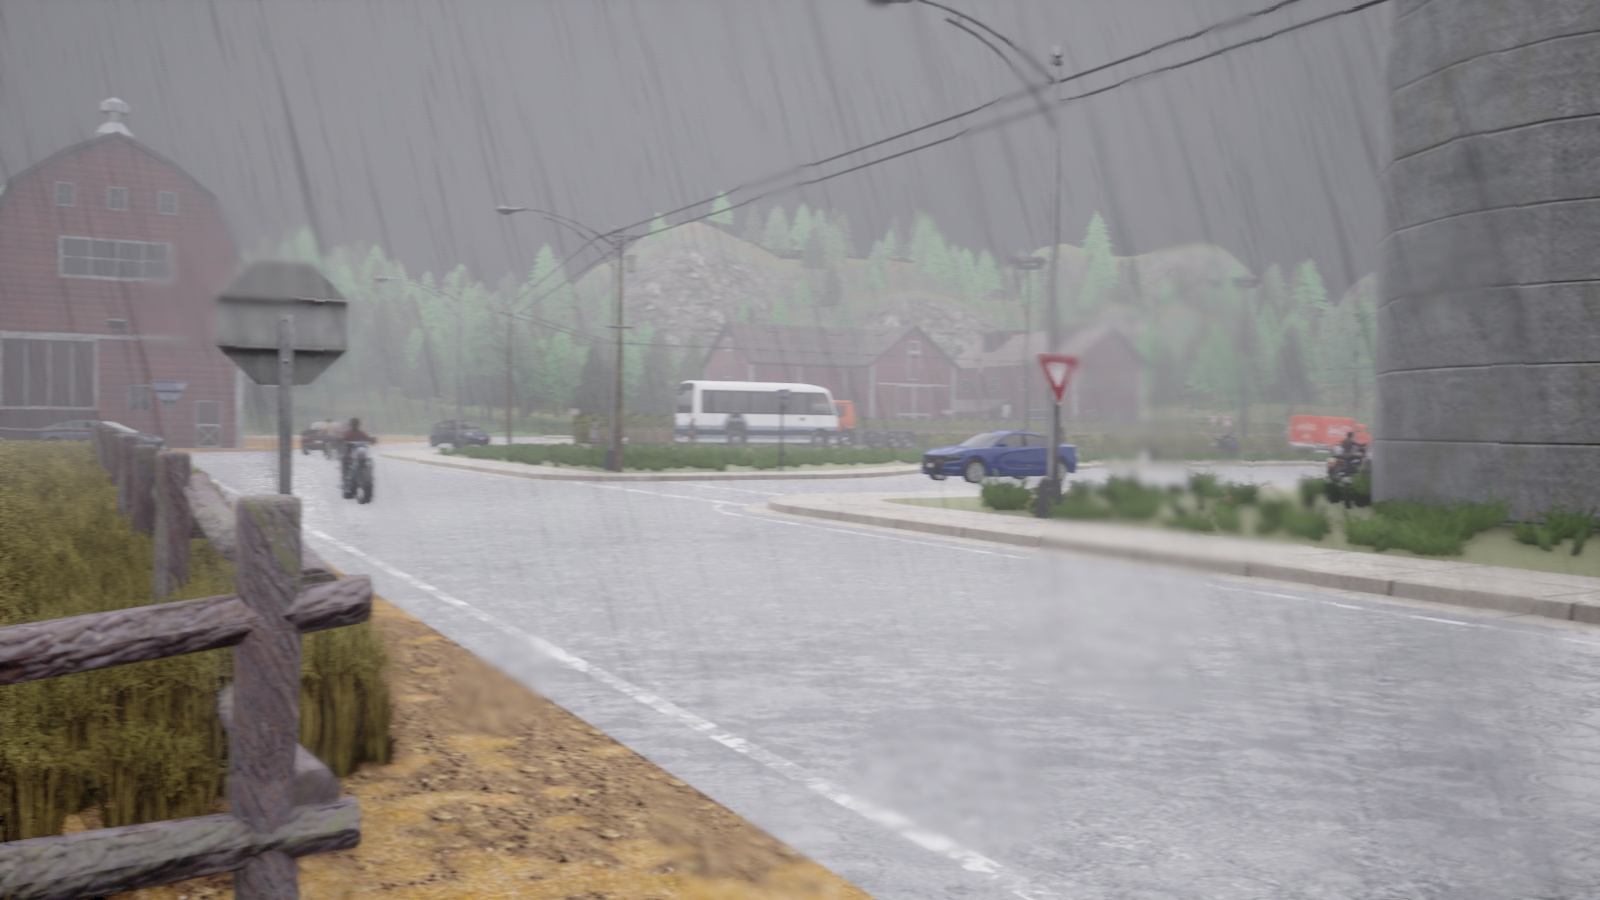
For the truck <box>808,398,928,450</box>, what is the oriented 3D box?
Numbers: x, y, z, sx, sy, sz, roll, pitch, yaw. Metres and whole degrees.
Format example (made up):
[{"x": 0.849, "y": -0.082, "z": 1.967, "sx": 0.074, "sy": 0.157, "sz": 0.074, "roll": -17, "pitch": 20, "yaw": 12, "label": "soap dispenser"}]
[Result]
[{"x": 4.701, "y": -1.822, "z": 86.178, "sx": 7.936, "sy": 3.462, "sz": 2.891, "roll": -1, "pitch": 1, "yaw": -30, "label": "truck"}]

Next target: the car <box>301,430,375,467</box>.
[{"x": -21.100, "y": -0.104, "z": 57.533, "sx": 1.882, "sy": 1.535, "sz": 5.008, "roll": -1, "pitch": 1, "yaw": -5, "label": "car"}]

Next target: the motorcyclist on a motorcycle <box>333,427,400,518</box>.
[{"x": -8.313, "y": 0.386, "z": 24.022, "sx": 0.766, "sy": 1.649, "sz": 2.350, "roll": -1, "pitch": 1, "yaw": -29, "label": "motorcyclist on a motorcycle"}]

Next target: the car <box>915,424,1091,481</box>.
[{"x": 5.950, "y": 0.039, "z": 36.683, "sx": 5.008, "sy": 1.535, "sz": 1.882, "roll": -1, "pitch": 1, "yaw": -30, "label": "car"}]

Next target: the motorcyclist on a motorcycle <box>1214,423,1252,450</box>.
[{"x": 25.556, "y": -0.786, "z": 74.077, "sx": 2.191, "sy": 1.530, "sz": 0.866, "roll": -1, "pitch": 1, "yaw": -30, "label": "motorcyclist on a motorcycle"}]

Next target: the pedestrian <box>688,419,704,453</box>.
[{"x": -5.788, "y": -0.781, "z": 69.871, "sx": 0.694, "sy": 1.848, "sz": 0.540, "roll": -1, "pitch": 1, "yaw": -34, "label": "pedestrian"}]

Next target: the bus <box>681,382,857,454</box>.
[{"x": -1.907, "y": -2.008, "z": 78.372, "sx": 10.273, "sy": 4.253, "sz": 3.944, "roll": -1, "pitch": 1, "yaw": -27, "label": "bus"}]

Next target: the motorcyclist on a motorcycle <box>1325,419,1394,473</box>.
[{"x": 17.559, "y": -0.152, "z": 39.396, "sx": 2.350, "sy": 1.649, "sz": 0.766, "roll": -1, "pitch": 1, "yaw": -30, "label": "motorcyclist on a motorcycle"}]

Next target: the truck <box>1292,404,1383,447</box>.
[{"x": 33.721, "y": -1.507, "z": 78.749, "sx": 5.204, "sy": 2.467, "sz": 2.627, "roll": 1, "pitch": 0, "yaw": -30, "label": "truck"}]

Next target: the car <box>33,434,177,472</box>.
[{"x": -29.045, "y": 0.110, "z": 52.635, "sx": 4.792, "sy": 1.488, "sz": 2.163, "roll": -1, "pitch": 1, "yaw": -9, "label": "car"}]

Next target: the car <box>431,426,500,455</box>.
[{"x": -19.663, "y": -0.556, "z": 73.692, "sx": 3.988, "sy": 1.617, "sz": 1.851, "roll": 0, "pitch": 2, "yaw": 37, "label": "car"}]
